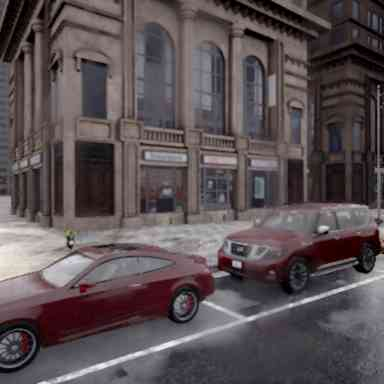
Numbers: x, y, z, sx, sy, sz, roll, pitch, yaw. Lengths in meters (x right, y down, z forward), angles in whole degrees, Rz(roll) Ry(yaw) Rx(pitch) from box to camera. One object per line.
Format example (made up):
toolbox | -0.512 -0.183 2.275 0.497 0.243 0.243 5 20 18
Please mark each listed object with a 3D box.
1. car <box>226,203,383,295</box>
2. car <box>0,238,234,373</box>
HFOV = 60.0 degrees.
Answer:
car | 3.042 1.262 8.812 5.009 1.841 2.192 0 1 -35
car | -1.518 1.569 5.562 4.206 1.307 1.802 0 1 -35
